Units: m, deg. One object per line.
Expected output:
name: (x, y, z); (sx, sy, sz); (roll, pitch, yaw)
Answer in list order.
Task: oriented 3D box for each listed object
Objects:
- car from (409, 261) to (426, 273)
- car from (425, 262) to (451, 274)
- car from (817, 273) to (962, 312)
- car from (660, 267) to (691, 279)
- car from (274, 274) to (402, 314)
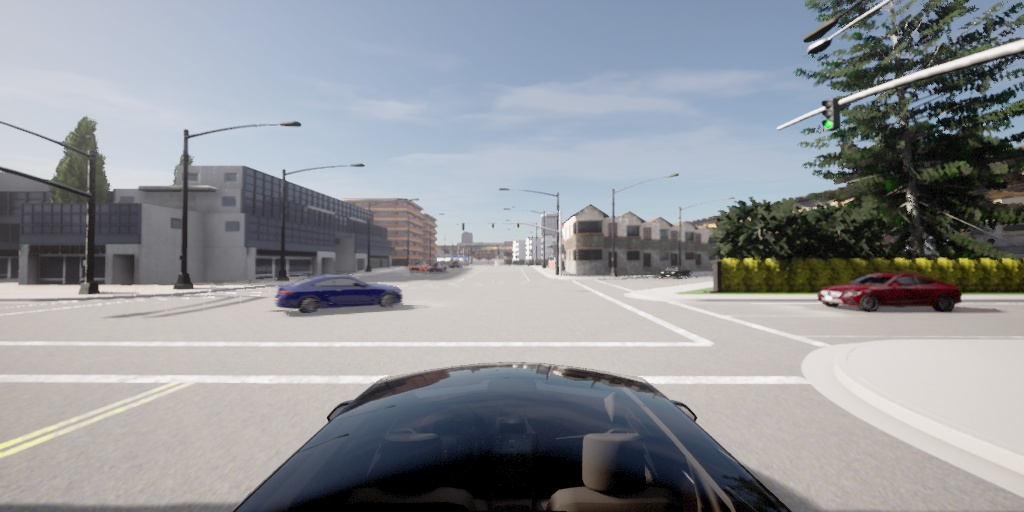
car: (-14.115, 1.634, 54.427); (2.097, 1.767, 4.553); (0, 0, 0)
car: (-10.619, 1.776, 51.782); (1.882, 1.535, 5.008); (0, 0, 0)
car: (15.042, 1.426, 14.392); (4.674, 1.442, 1.812); (0, -1, 0)
car: (19.678, 2.001, 42.924); (4.718, 1.301, 1.895); (1, -1, -42)
car: (-6.886, 1.474, 14.601); (4.674, 1.442, 1.812); (1, 0, -35)
